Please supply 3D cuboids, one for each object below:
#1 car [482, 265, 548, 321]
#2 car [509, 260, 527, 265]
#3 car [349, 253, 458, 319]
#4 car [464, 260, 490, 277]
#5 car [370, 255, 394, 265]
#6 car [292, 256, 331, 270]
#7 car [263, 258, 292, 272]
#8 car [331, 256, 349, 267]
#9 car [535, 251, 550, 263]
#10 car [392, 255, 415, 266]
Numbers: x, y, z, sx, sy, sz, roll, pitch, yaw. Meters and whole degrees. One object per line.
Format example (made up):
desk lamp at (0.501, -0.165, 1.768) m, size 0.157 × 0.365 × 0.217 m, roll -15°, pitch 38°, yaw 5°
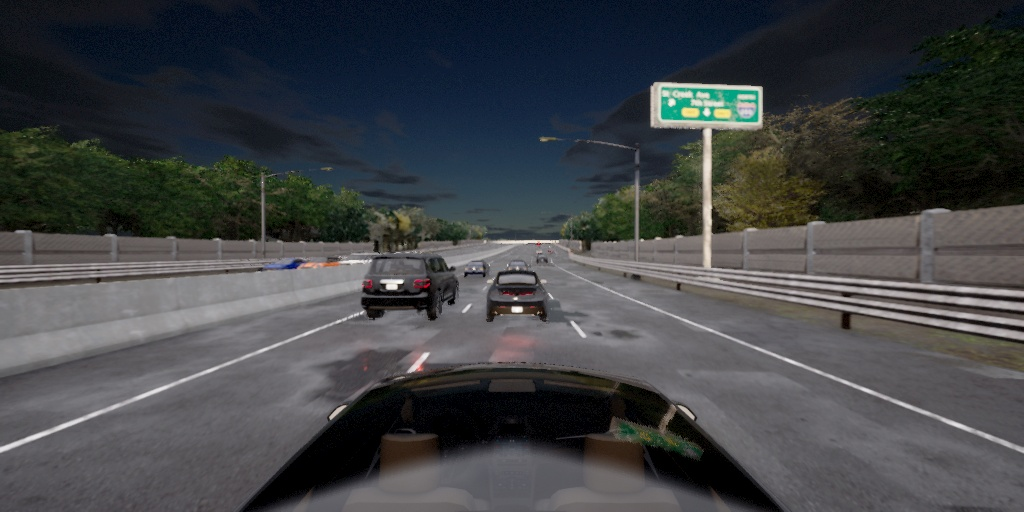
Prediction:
car at (0.166, 1.218, 12.349) m, size 1.837 × 1.490 × 4.892 m, roll 0°, pitch 0°, yaw 1°
car at (0.504, 1.056, 31.444) m, size 2.033 × 1.411 × 5.357 m, roll 0°, pitch 1°, yaw 1°
car at (-3.333, 0.932, 12.701) m, size 2.150 × 2.045 × 5.566 m, roll 0°, pitch 0°, yaw 1°
car at (-3.002, 1.058, 31.277) m, size 2.033 × 1.411 × 5.357 m, roll 0°, pitch 1°, yaw 1°
car at (-19.793, 0.585, 54.863) m, size 1.812 × 1.442 × 4.674 m, roll 0°, pitch 1°, yaw 3°
car at (-17.165, 0.847, 32.328) m, size 2.097 × 1.767 × 4.553 m, roll 0°, pitch 1°, yaw 2°
car at (-20.644, 0.962, 33.160) m, size 1.882 × 1.535 × 5.008 m, roll 0°, pitch 1°, yaw 2°
car at (-13.667, 0.714, 32.560) m, size 2.150 × 2.045 × 5.566 m, roll 0°, pitch 1°, yaw 2°
car at (5.020, 0.386, 60.417) m, size 1.812 × 1.442 × 4.674 m, roll 0°, pitch 2°, yaw 3°
car at (-16.324, 0.601, 54.181) m, size 1.812 × 1.442 × 4.674 m, roll 0°, pitch 1°, yaw 3°
